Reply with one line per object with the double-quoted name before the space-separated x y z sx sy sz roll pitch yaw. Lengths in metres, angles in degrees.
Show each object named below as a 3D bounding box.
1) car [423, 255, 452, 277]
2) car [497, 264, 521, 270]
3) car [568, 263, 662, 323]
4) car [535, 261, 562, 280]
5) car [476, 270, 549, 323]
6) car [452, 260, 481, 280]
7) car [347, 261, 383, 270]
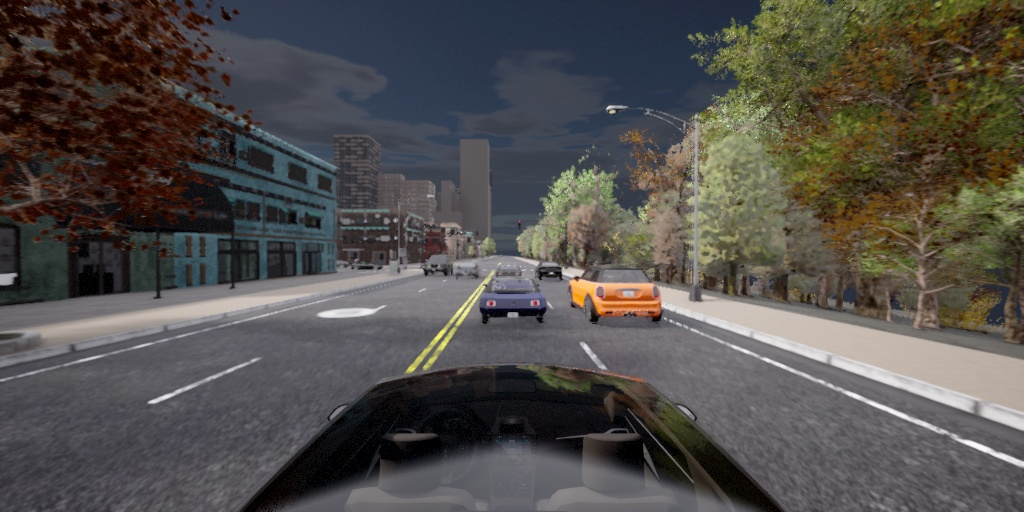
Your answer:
"car" -7.035 0.886 34.923 2.150 2.045 5.566 0 0 -1
"car" -0.243 1.280 27.570 1.895 1.301 4.718 0 0 -1
"car" 3.241 1.073 12.177 2.097 1.767 4.553 0 0 -1
"car" 2.971 1.151 29.781 1.882 1.535 5.008 0 0 -1
"car" -0.001 1.322 12.047 1.895 1.301 4.718 0 0 -1
"car" -3.735 1.197 30.883 1.812 1.442 4.674 0 0 -1
"car" -20.680 1.437 51.238 4.313 1.339 1.948 0 0 -1
